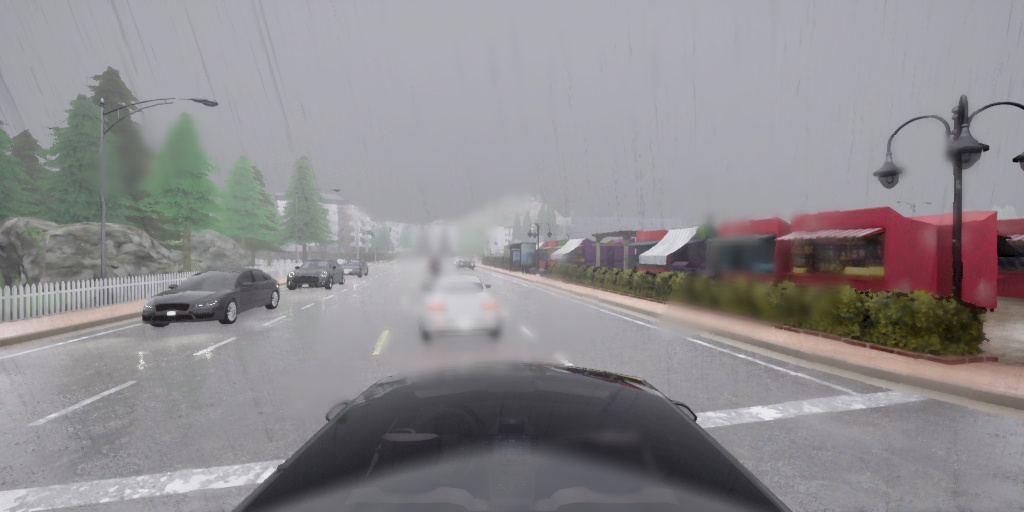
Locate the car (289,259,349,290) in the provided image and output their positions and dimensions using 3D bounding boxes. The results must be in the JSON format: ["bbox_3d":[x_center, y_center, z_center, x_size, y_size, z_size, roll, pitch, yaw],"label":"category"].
[{"bbox_3d":[-11.374,0.965,21.059,2.097,1.767,4.553,0,0,-13],"label":"car"}]

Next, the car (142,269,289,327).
[{"bbox_3d":[-9.179,1.190,11.457,1.837,1.490,4.892,0,0,-13],"label":"car"}]

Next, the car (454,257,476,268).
[{"bbox_3d":[-5.587,1.046,43.729,1.895,1.301,4.718,0,0,-13],"label":"car"}]

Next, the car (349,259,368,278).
[{"bbox_3d":[-13.564,1.032,30.683,2.128,1.511,4.902,0,0,-13],"label":"car"}]

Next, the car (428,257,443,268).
[{"bbox_3d":[-10.814,0.897,50.793,1.837,1.490,4.892,0,0,-13],"label":"car"}]

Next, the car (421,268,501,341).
[{"bbox_3d":[-1.468,1.225,9.737,1.812,1.442,4.674,0,0,-12],"label":"car"}]

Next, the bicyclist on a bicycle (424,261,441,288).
[{"bbox_3d":[-4.293,1.078,19.589,0.582,1.620,1.656,0,1,25],"label":"bicyclist on a bicycle"}]
